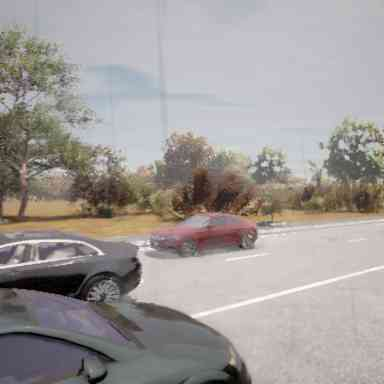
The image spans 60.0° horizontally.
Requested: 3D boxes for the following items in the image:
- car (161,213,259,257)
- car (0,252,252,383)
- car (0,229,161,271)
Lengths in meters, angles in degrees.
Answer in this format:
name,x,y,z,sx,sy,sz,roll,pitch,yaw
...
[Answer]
name,x,y,z,sx,sy,sz,roll,pitch,yaw
car,0.618,1.563,13.042,4.674,1.442,1.812,0,0,-35
car,-1.482,1.565,2.689,4.181,1.385,1.994,0,0,-35
car,-3.264,1.495,5.962,4.902,1.511,2.128,0,0,-35
